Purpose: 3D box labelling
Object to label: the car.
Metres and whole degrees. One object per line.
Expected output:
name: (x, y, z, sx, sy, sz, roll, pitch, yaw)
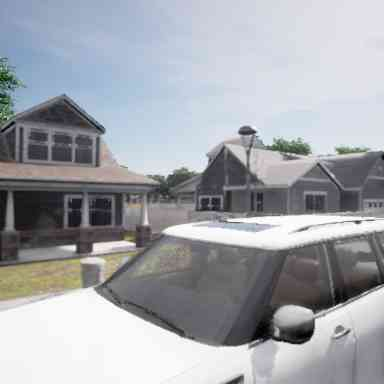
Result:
car: (0.566, 1.303, 3.405, 5.566, 2.045, 2.150, 2, -2, -39)
